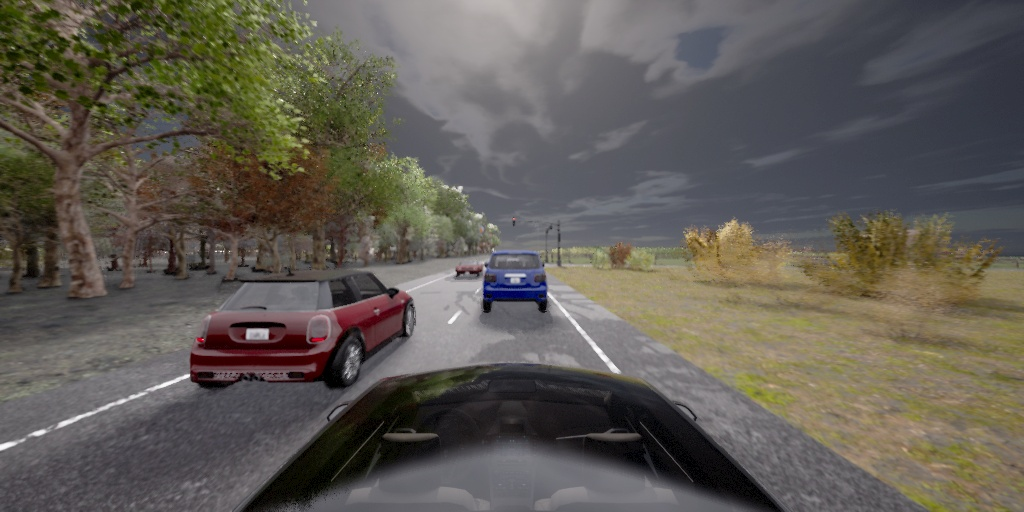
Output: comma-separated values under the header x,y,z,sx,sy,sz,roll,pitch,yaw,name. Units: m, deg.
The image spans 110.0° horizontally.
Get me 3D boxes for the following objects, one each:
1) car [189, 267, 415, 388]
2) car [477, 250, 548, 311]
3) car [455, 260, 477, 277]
x,y,z,sx,sy,sz,roll,pitch,yaw,name
-3.399,1.032,6.915,2.097,1.767,4.553,0,1,0,car
0.102,0.808,13.586,2.150,2.045,5.566,0,1,0,car
-3.394,0.968,29.424,1.895,1.301,4.718,0,1,0,car
